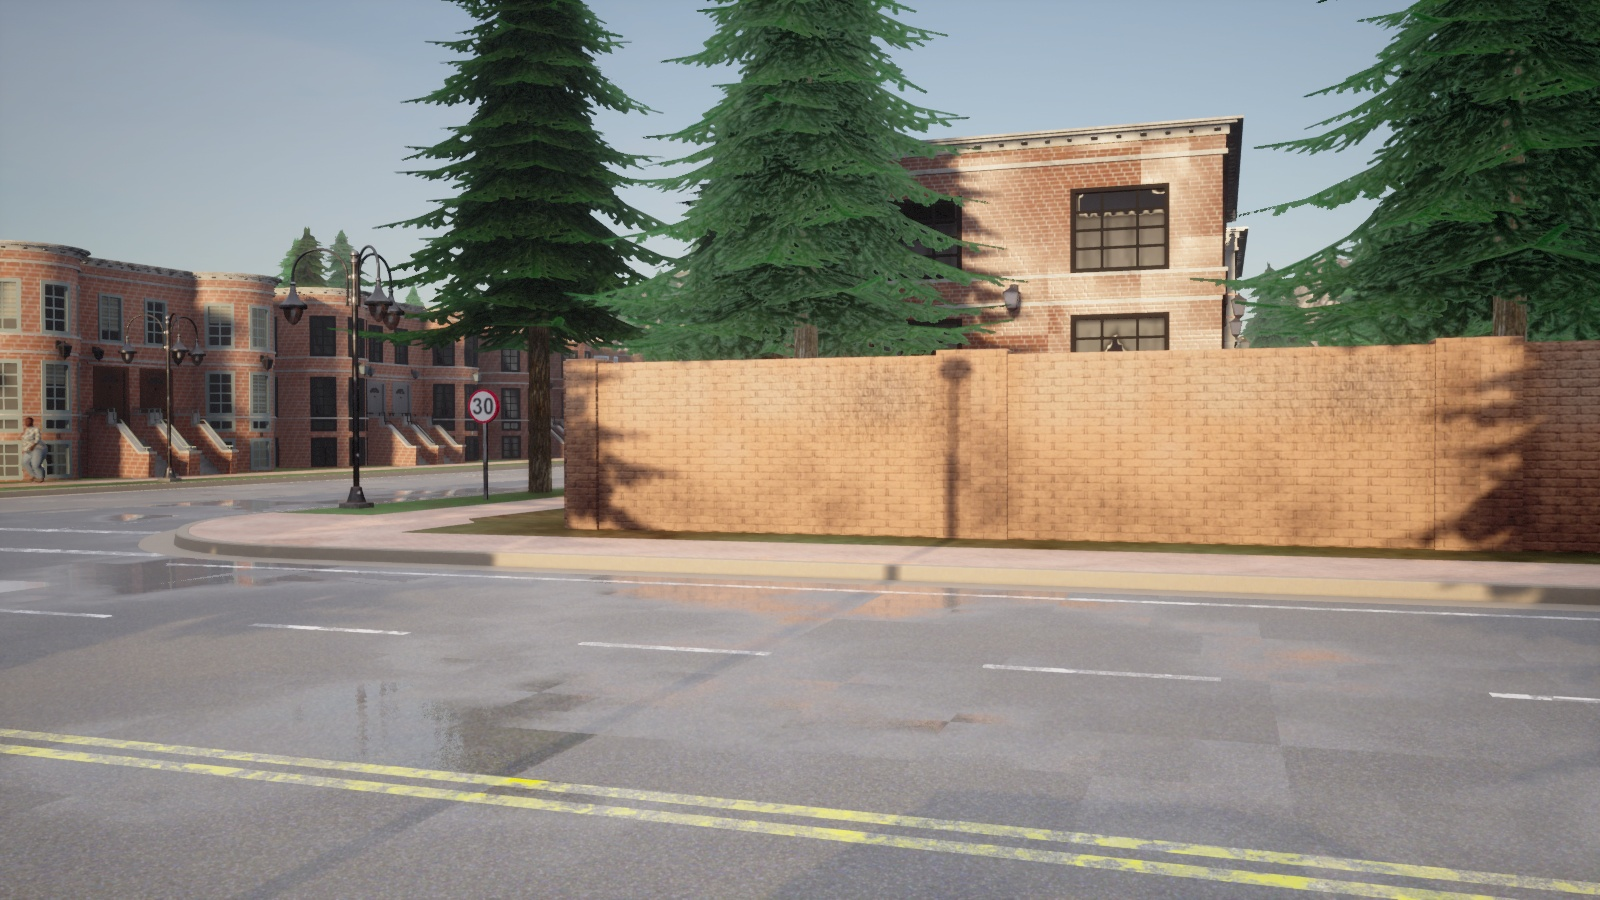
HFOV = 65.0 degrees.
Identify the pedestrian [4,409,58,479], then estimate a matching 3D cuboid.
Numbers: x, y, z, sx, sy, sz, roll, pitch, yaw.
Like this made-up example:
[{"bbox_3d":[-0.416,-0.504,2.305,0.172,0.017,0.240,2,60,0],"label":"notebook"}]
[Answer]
[{"bbox_3d":[-20.883,-0.170,34.119,0.874,1.855,0.900,1,1,26],"label":"pedestrian"}]
